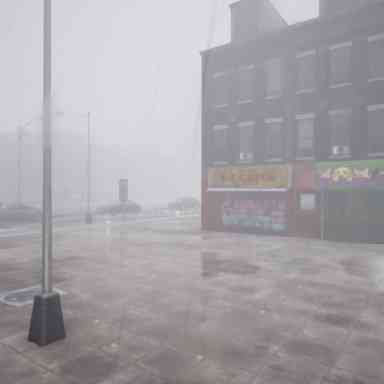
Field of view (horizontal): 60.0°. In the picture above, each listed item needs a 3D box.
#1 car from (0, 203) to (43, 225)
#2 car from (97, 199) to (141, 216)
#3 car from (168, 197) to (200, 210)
[{"bbox_3d":[-12.736,1.510,23.470,1.994,1.385,4.181,0,0,36],"label":"car"},{"bbox_3d":[-6.866,1.434,31.784,1.812,1.442,4.674,0,0,35],"label":"car"},{"bbox_3d":[-0.912,1.376,40.200,1.837,1.490,4.892,0,0,36],"label":"car"}]
